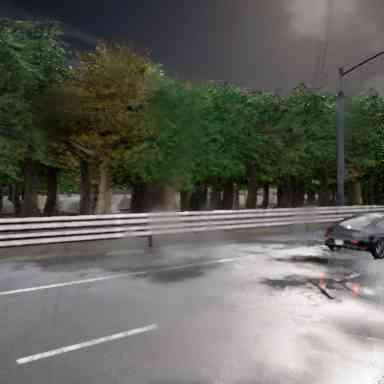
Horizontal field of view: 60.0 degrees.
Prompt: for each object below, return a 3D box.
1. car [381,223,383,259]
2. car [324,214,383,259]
[{"bbox_3d":[7.146,1.538,8.601,4.892,1.490,1.837,0,0,-34],"label":"car"},{"bbox_3d":[6.961,1.563,12.693,4.674,1.442,1.812,0,0,-34],"label":"car"}]
